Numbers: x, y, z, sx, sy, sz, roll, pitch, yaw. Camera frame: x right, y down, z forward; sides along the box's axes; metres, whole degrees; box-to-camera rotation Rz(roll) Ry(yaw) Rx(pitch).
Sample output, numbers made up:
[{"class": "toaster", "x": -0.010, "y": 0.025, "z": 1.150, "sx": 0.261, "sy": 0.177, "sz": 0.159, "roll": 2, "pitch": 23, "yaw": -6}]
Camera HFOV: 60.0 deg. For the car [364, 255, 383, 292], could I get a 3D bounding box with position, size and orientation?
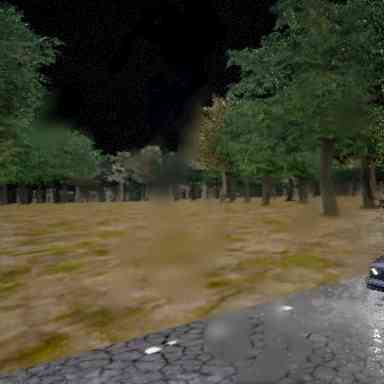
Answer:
[{"class": "car", "x": 6.173, "y": 1.491, "z": 7.555, "sx": 5.357, "sy": 1.411, "sz": 2.033, "roll": 0, "pitch": 0, "yaw": -34}]
